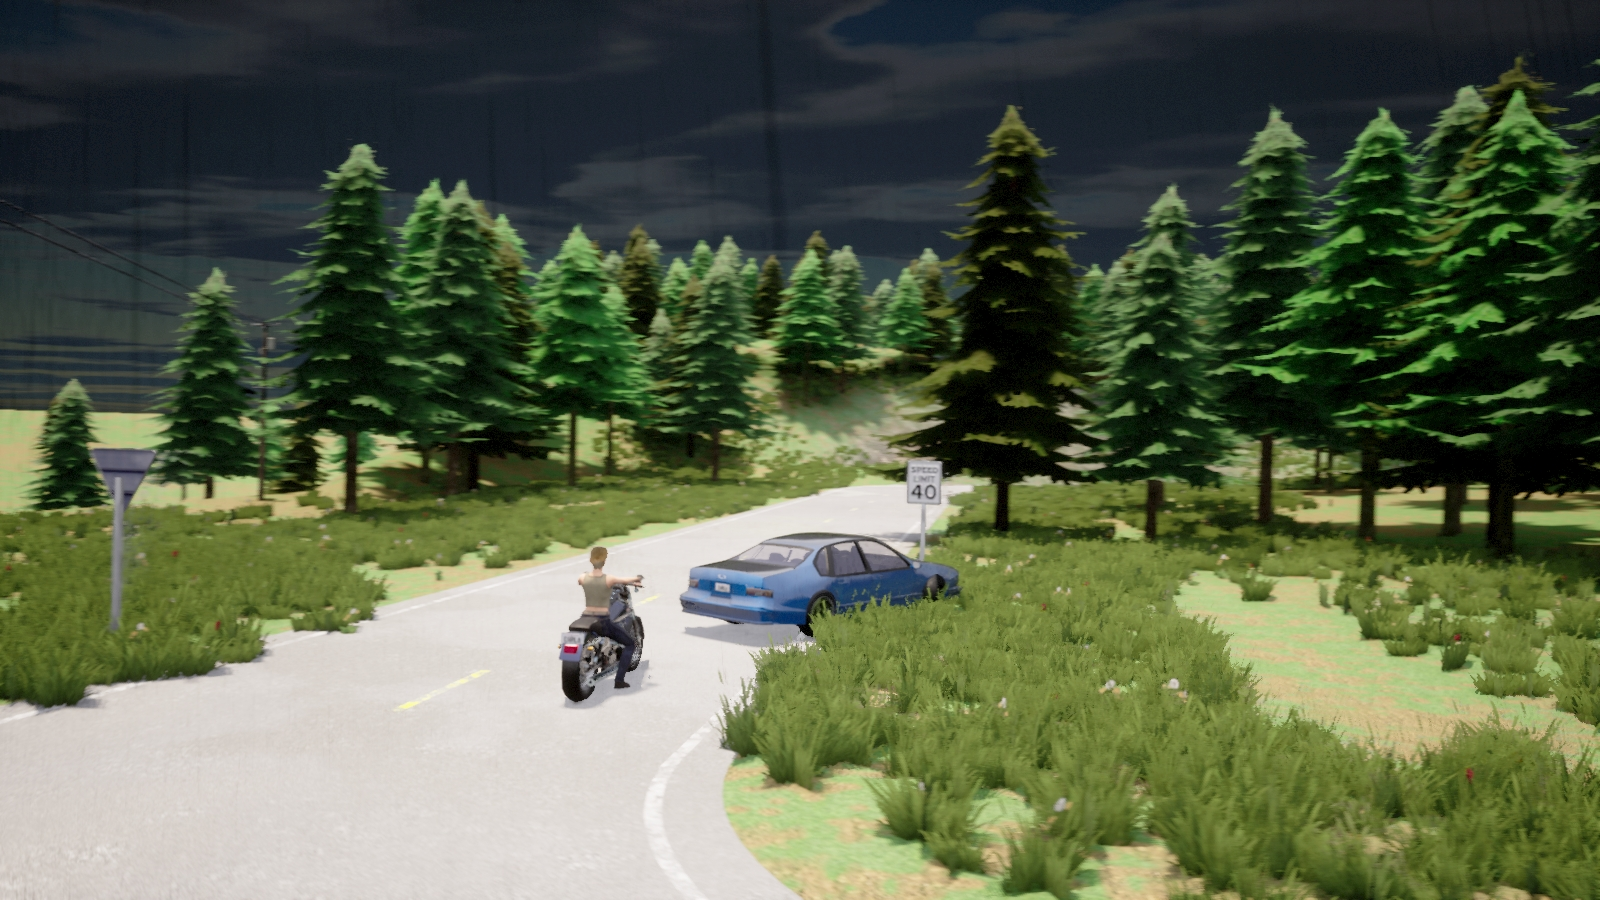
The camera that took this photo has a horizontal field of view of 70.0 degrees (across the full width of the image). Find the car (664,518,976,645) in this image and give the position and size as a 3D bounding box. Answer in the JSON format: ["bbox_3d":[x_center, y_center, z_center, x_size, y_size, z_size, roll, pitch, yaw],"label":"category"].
[{"bbox_3d":[0.511,1.943,18.228,2.033,1.411,5.357,2,1,40],"label":"car"}]
